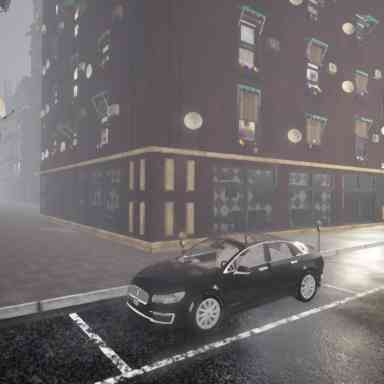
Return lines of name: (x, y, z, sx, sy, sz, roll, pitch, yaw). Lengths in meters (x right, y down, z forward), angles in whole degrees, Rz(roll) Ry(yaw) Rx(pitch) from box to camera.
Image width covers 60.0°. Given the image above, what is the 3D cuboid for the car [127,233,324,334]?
car: (0.871, 1.552, 6.669, 4.403, 1.369, 2.008, 0, 1, -35)
